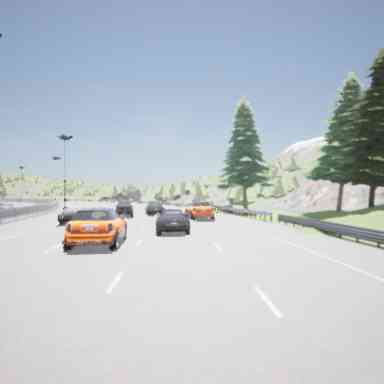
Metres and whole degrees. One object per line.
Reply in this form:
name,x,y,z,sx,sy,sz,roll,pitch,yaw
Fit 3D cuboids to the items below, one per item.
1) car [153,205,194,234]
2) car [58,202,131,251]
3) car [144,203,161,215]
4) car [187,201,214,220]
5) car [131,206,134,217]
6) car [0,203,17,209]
car,-1.244,1.747,20.517,1.994,1.385,4.181,0,0,-7
car,-4.211,1.495,15.151,2.097,1.767,4.553,0,-1,-5
car,-4.345,1.909,38.316,1.994,1.385,4.181,0,0,-13
car,0.623,1.622,31.182,2.097,1.767,4.553,0,-1,-10
car,-7.252,1.832,35.280,1.837,1.490,4.892,1,0,-12
car,-23.593,2.024,41.899,1.895,1.301,4.718,0,-1,-16
